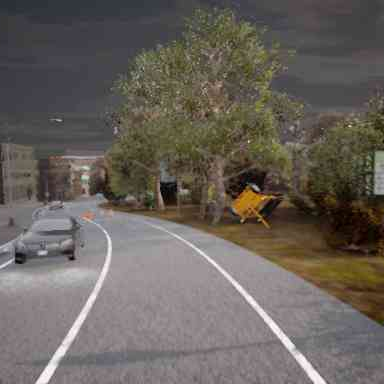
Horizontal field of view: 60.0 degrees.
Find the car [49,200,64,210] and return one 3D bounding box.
[{"bbox_3d":[-20.837,2.048,51.158,1.812,1.442,4.674,-2,1,-21],"label":"car"}]

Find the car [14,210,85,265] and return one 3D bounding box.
[{"bbox_3d":[-5.075,1.608,12.366,1.812,1.442,4.674,-1,0,-13],"label":"car"}]

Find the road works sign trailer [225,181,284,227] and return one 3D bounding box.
[{"bbox_3d":[4.559,1.090,21.332,3.560,2.380,2.880,-1,46,-52],"label":"road works sign trailer"}]

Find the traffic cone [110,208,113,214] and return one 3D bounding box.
[{"bbox_3d":[-8.801,2.097,36.354,0.340,0.580,0.340,-3,0,-24],"label":"traffic cone"}]
